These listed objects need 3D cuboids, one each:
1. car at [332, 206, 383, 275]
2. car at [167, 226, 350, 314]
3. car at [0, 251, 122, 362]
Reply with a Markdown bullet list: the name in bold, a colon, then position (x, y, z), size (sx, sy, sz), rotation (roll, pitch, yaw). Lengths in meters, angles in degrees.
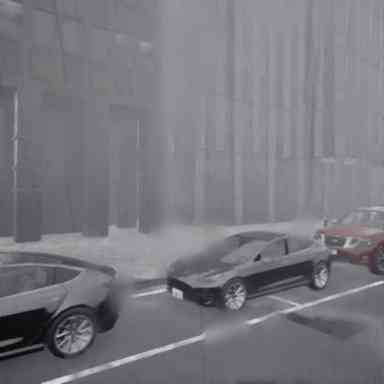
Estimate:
- **car**: position (6.085, 1.425, 11.001), size (5.009, 1.841, 2.192), rotation (1, -1, -36)
- **car**: position (1.497, 1.621, 7.724), size (4.313, 1.339, 1.947), rotation (1, -1, -36)
- **car**: position (-3.090, 1.565, 4.448), size (4.313, 1.339, 1.947), rotation (1, -1, -36)
